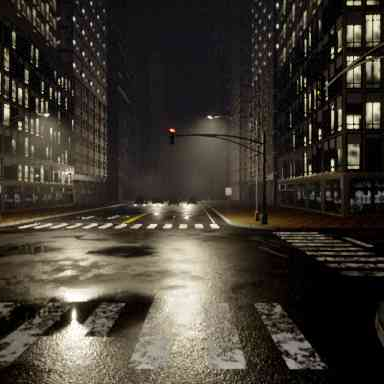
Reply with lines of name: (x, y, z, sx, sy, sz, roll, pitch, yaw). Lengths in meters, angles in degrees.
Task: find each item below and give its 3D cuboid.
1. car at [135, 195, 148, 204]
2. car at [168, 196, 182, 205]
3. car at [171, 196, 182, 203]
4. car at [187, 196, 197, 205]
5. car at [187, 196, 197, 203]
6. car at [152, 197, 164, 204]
car: (-9.749, 1.467, 64.274, 2.097, 1.767, 4.553, 0, 0, 0)
car: (-3.249, 1.646, 59.658, 2.033, 1.411, 5.357, 0, 0, 0)
car: (-3.249, 1.522, 70.077, 1.994, 1.385, 4.181, 0, 0, 0)
car: (0.001, 1.648, 60.075, 2.033, 1.411, 5.357, 0, 0, 0)
car: (0.001, 1.583, 70.523, 1.895, 1.301, 4.718, 0, 0, 0)
car: (-6.499, 1.679, 64.243, 1.994, 1.385, 4.181, 0, 0, 0)
